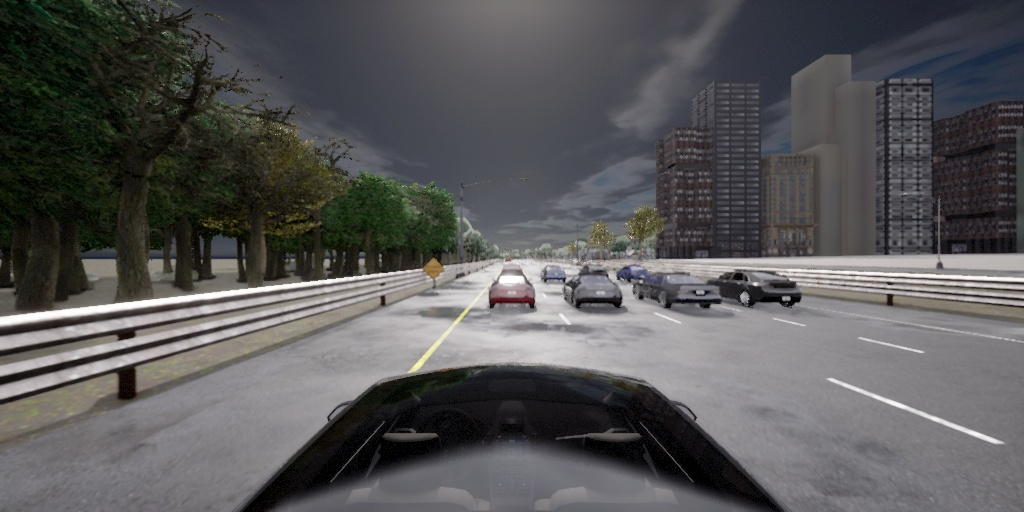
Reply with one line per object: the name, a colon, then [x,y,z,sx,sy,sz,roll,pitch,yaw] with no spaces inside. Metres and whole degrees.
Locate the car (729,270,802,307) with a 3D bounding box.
car: [10.502,1.383,16.150,1.837,1.490,4.892,0,0,0]

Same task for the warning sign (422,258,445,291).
warning sign: [-4.551,1.026,20.810,1.300,1.860,1.060,0,0,0]

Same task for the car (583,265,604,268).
car: [7.001,1.481,31.143,1.837,1.490,4.892,0,0,0]

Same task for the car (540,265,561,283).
car: [3.499,1.519,30.830,2.033,1.411,5.357,0,0,0]

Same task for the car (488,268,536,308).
car: [0.003,1.439,16.128,1.994,1.385,4.181,0,0,0]

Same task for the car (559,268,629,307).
car: [3.503,1.440,16.142,1.994,1.385,4.181,0,0,0]

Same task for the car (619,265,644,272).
car: [10.501,1.500,31.220,1.812,1.442,4.674,0,0,0]

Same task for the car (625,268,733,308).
car: [6.999,1.420,15.834,2.033,1.411,5.357,0,0,0]

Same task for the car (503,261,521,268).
car: [0.002,1.452,31.318,1.882,1.535,5.008,0,0,0]
